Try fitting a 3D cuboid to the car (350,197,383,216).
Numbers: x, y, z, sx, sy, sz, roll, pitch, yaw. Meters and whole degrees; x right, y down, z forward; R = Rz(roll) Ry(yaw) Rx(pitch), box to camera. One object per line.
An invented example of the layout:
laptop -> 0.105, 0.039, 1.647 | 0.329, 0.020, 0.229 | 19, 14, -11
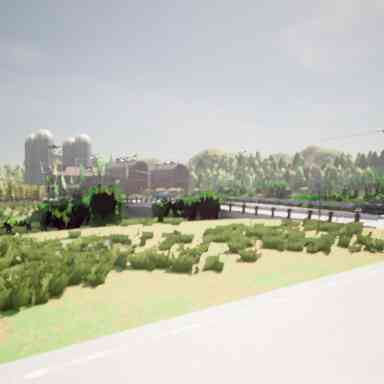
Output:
car -> 13.699, 1.089, 23.461 | 1.837, 1.490, 4.892 | 0, 1, -33
